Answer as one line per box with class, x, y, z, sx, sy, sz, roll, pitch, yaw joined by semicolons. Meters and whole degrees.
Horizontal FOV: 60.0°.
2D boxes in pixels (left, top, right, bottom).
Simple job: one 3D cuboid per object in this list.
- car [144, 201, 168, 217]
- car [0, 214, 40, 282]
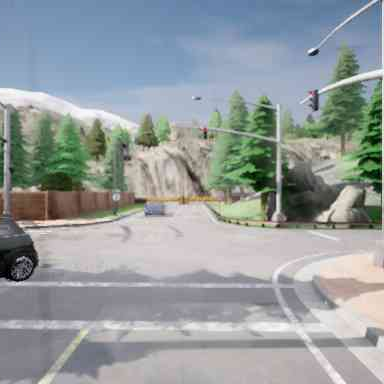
car;-3.467;1.667;32.375;1.812;1.442;4.674;0;1;0
car;-5.989;1.322;7.563;2.097;1.767;4.553;2;0;32
